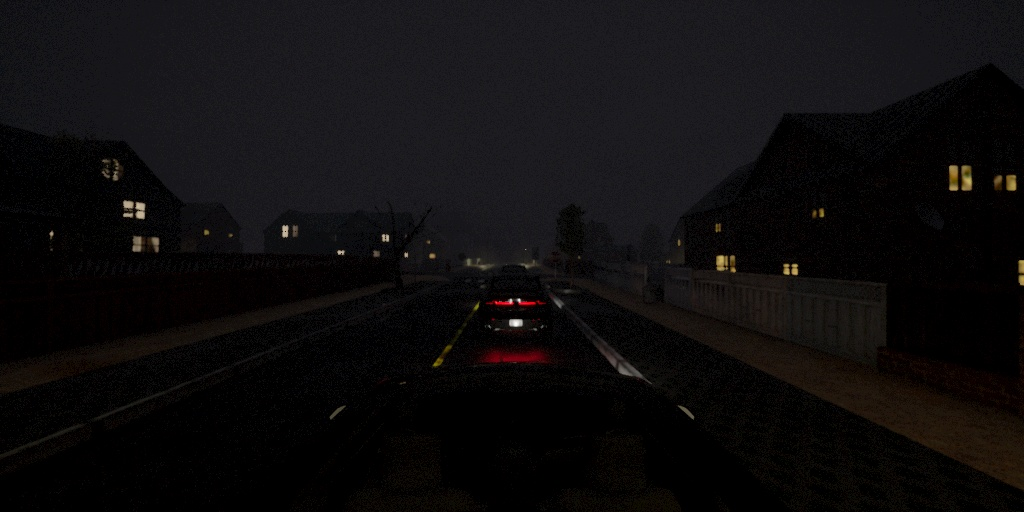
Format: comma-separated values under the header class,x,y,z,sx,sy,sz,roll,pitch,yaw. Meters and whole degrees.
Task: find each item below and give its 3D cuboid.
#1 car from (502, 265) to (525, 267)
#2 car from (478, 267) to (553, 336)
class,x,y,z,sx,sy,sz,roll,pitch,yaw
car,0.095,1.246,20.420,1.837,1.490,4.892,0,0,0
car,0.095,1.248,10.436,1.837,1.490,4.892,0,0,0
